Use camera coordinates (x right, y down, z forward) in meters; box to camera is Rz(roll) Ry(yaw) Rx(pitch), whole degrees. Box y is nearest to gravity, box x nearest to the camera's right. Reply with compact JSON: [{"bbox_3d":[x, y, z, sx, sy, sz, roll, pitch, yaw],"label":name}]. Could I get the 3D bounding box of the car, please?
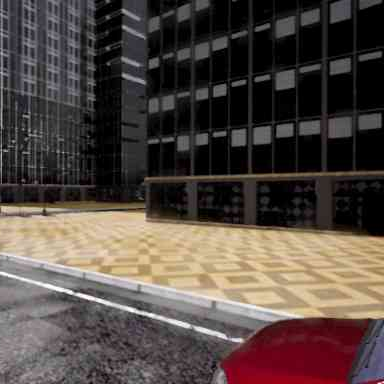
[{"bbox_3d":[2.103,1.563,2.187,4.181,1.385,1.994,0,0,35],"label":"car"}]
